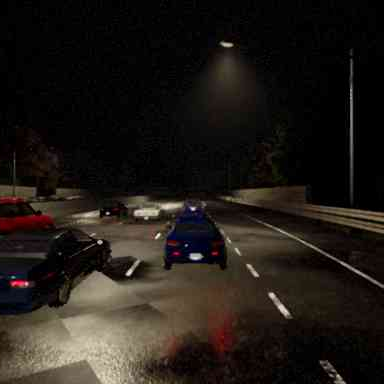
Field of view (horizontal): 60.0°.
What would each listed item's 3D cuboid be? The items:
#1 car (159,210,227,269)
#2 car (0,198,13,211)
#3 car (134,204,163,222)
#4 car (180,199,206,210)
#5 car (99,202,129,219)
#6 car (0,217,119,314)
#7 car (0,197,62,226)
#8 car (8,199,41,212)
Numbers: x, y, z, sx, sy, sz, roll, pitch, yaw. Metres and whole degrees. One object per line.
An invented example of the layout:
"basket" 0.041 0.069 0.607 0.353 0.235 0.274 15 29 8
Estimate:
"car" 0.093 1.545 11.113 1.812 1.442 4.674 0 0 0
"car" -24.597 1.572 41.491 1.882 1.535 5.008 0 0 0
"car" -3.412 1.655 27.088 1.895 1.301 4.718 0 0 0
"car" 0.085 1.409 28.349 2.097 1.767 4.553 0 0 0
"car" -6.913 1.587 29.646 1.812 1.442 4.674 0 0 0
"car" -3.404 1.561 7.898 2.033 1.411 5.357 0 0 0
"car" -6.905 1.243 11.851 2.150 2.045 5.566 0 0 0
"car" -21.097 1.660 42.017 1.994 1.385 4.181 0 0 0
